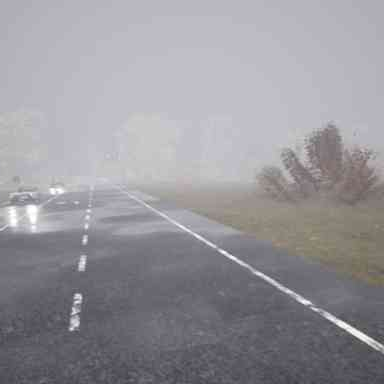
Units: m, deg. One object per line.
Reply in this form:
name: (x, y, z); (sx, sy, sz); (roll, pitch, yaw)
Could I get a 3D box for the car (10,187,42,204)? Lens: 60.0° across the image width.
car: (-14.347, 0.236, 28.880); (1.895, 1.301, 4.718); (-4, 4, -16)

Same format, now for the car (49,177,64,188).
car: (-22.076, -1.634, 54.398); (2.128, 1.511, 4.902); (-10, 6, -16)
